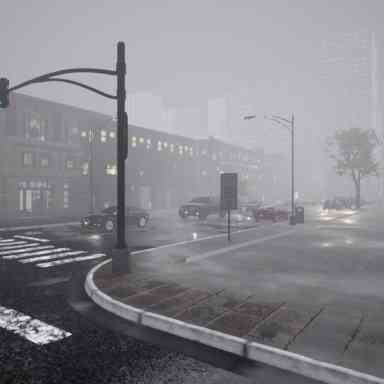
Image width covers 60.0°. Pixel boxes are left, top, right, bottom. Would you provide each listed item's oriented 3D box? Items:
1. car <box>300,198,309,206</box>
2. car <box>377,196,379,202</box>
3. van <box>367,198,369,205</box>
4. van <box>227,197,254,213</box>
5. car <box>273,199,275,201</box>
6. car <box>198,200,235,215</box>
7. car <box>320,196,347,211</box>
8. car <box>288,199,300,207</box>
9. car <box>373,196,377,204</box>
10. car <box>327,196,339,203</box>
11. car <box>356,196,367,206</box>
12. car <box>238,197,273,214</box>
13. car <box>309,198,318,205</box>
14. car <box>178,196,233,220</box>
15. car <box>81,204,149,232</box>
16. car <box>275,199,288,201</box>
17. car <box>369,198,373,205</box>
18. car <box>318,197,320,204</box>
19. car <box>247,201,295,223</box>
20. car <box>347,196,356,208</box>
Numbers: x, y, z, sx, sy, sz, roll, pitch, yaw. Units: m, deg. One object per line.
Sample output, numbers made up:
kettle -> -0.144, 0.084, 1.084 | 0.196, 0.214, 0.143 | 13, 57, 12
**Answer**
car -> 18.725, 1.846, 59.009 | 2.008, 1.369, 4.403 | 0, -1, 35
car -> 41.485, 2.037, 76.774 | 1.802, 1.307, 4.206 | 0, -1, 35
van -> 31.940, 1.699, 63.222 | 1.690, 1.788, 3.998 | 0, -1, 35
van -> 5.998, 1.518, 40.938 | 1.690, 1.788, 3.998 | 0, 0, 35
car -> 9.180, 1.756, 45.454 | 2.008, 1.369, 4.403 | 0, 0, 35
car -> 2.719, 1.674, 36.279 | 1.752, 1.417, 4.829 | 0, 0, 35
car -> 19.214, 1.676, 45.149 | 1.967, 1.590, 4.097 | 0, -1, 35
car -> 15.543, 1.815, 54.491 | 2.008, 1.369, 4.403 | 0, -1, 35
car -> 38.402, 1.948, 72.396 | 1.752, 1.417, 4.829 | 0, -1, 35
car -> 34.633, 1.893, 81.599 | 1.967, 1.590, 4.097 | 0, -1, 35
car -> 28.759, 1.642, 58.704 | 2.192, 1.841, 5.009 | 0, -1, 35
car -> 7.036, 1.660, 37.881 | 2.128, 1.511, 4.902 | 0, 0, 35
car -> 21.907, 1.876, 63.527 | 2.008, 1.369, 4.403 | 0, -1, 35
car -> 1.124, 1.340, 29.507 | 2.150, 2.045, 5.566 | 0, 0, 35
car -> -4.763, 1.578, 21.188 | 1.837, 1.490, 4.892 | 0, 0, 34
car -> 12.264, 1.759, 49.833 | 1.752, 1.417, 4.829 | 0, -1, 35
car -> 35.122, 1.972, 67.737 | 1.802, 1.307, 4.206 | 0, -1, 35
car -> 28.270, 1.828, 72.563 | 1.967, 1.590, 4.097 | 0, -1, 35
car -> 6.531, 1.670, 27.047 | 1.887, 1.381, 4.507 | 0, 0, 35
car -> 22.395, 1.581, 49.668 | 2.192, 1.841, 5.009 | 0, -1, 35
